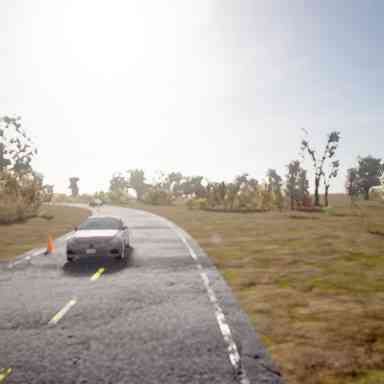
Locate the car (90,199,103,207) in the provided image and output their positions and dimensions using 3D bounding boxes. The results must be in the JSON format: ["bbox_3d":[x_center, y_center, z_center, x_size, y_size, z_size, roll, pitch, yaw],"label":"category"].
[{"bbox_3d":[-18.798,2.210,65.613,2.128,1.511,4.902,1,-1,-27],"label":"car"}]

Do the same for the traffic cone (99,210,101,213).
[{"bbox_3d":[-9.074,2.297,32.801,0.340,0.580,0.340,0,-1,-14],"label":"traffic cone"}]

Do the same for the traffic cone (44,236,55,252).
[{"bbox_3d":[-5.753,2.095,13.460,0.340,0.580,0.340,0,-1,-6],"label":"traffic cone"}]

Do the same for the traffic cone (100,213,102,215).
[{"bbox_3d":[-8.002,2.246,28.010,0.340,0.580,0.340,0,-1,-12],"label":"traffic cone"}]

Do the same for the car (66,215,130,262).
[{"bbox_3d":[-3.460,1.660,12.957,1.812,1.442,4.674,0,-1,-6],"label":"car"}]
